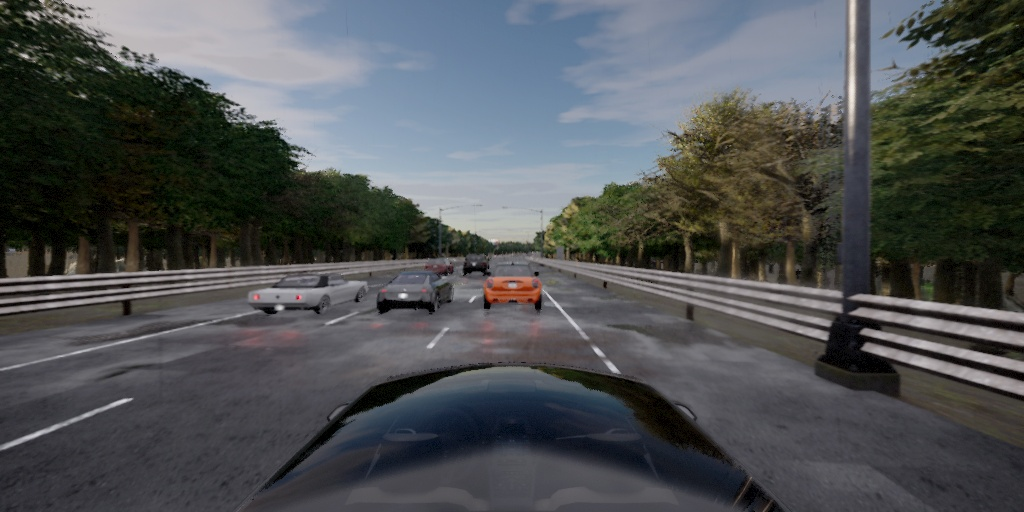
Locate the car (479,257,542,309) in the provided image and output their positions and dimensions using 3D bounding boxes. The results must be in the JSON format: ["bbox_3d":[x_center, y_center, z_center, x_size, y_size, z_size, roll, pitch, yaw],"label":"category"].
[{"bbox_3d":[0.040,1.013,14.404,2.097,1.767,4.553,0,0,0],"label":"car"}]

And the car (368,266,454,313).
[{"bbox_3d":[-3.465,1.229,13.458,1.994,1.385,4.181,0,0,0],"label":"car"}]

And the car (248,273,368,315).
[{"bbox_3d":[-6.973,1.267,13.005,1.895,1.301,4.718,0,0,0],"label":"car"}]

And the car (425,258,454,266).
[{"bbox_3d":[-6.904,0.967,34.453,2.097,1.767,4.553,0,0,0],"label":"car"}]

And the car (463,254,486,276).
[{"bbox_3d":[-3.400,0.838,34.910,2.150,2.045,5.566,0,0,0],"label":"car"}]
